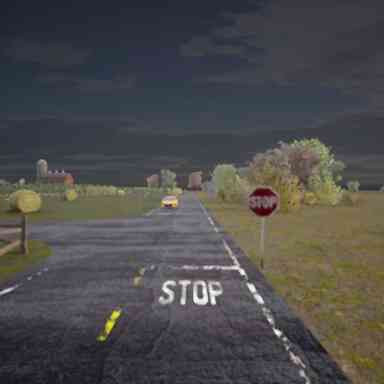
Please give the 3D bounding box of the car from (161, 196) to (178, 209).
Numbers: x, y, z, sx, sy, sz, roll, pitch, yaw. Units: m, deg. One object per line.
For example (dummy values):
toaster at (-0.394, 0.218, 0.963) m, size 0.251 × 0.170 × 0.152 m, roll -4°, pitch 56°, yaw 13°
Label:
car at (-2.746, 1.293, 41.330) m, size 1.882 × 1.535 × 5.008 m, roll 0°, pitch 2°, yaw 0°
